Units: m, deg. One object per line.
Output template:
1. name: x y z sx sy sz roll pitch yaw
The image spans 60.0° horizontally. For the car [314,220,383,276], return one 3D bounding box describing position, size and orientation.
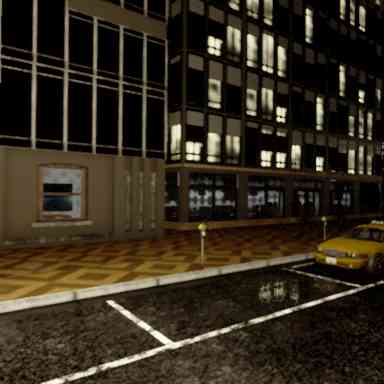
1. car: 5.877 1.626 10.733 4.829 1.417 1.752 1 0 -35
